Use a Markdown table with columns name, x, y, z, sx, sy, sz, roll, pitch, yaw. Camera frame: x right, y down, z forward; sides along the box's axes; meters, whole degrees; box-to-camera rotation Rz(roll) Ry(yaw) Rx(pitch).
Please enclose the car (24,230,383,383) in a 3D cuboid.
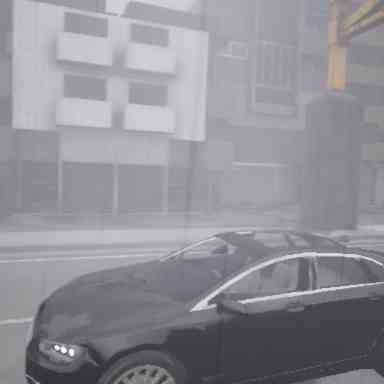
| name | x | y | z | sx | sy | sz | roll | pitch | yaw |
| --- | --- | --- | --- | --- | --- | --- | --- | --- | --- |
| car | 0.734 | 1.269 | 3.999 | 4.902 | 1.511 | 2.128 | 1 | 3 | -18 |
